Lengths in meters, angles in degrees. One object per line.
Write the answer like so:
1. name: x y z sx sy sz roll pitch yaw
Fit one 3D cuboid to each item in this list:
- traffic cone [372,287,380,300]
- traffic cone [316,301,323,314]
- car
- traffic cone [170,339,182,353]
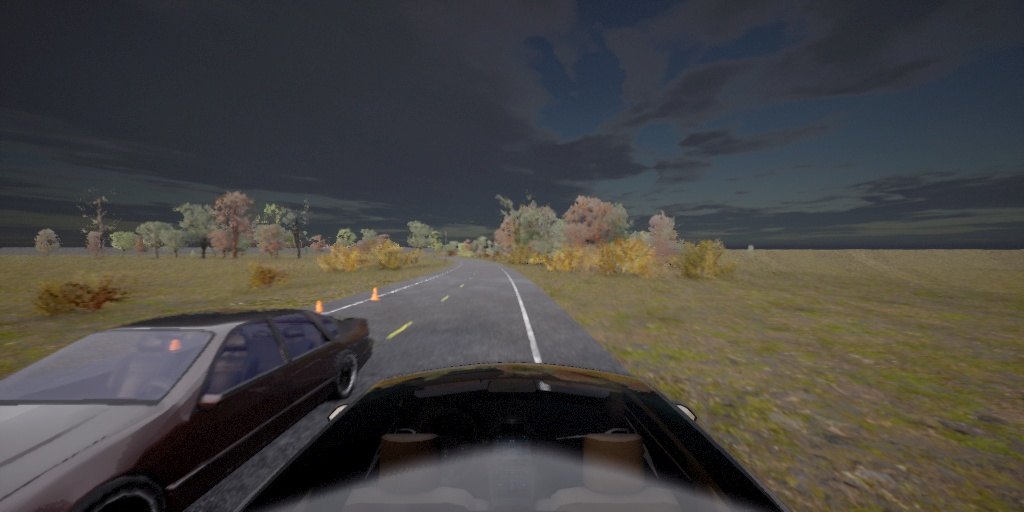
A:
1. traffic cone: -6.296 1.731 16.509 0.340 0.580 0.340 0 0 -1
2. traffic cone: -6.203 1.732 11.533 0.340 0.580 0.340 0 0 -1
3. car: -3.201 1.311 3.711 2.033 1.411 5.357 0 0 0
4. traffic cone: -6.152 1.732 6.557 0.340 0.580 0.340 0 0 0
